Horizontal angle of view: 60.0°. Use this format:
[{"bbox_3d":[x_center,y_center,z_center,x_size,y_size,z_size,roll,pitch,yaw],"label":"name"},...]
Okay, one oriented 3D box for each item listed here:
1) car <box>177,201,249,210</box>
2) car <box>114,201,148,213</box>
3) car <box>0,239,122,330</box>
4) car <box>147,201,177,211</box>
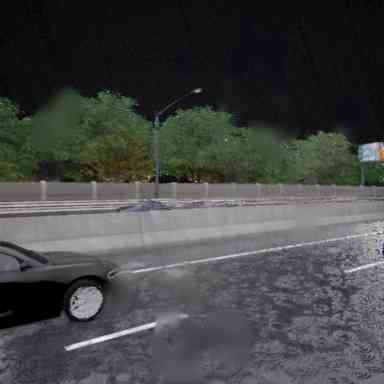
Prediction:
[{"bbox_3d":[1.813,1.365,22.372,4.902,1.511,2.128,0,0,-35],"label":"car"},{"bbox_3d":[-3.662,1.431,27.089,5.357,1.411,2.033,-1,0,-35],"label":"car"},{"bbox_3d":[-3.642,1.478,5.449,5.008,1.535,1.882,-1,1,-36],"label":"car"},{"bbox_3d":[-0.330,1.420,25.143,5.357,1.411,2.033,0,0,-35],"label":"car"}]
